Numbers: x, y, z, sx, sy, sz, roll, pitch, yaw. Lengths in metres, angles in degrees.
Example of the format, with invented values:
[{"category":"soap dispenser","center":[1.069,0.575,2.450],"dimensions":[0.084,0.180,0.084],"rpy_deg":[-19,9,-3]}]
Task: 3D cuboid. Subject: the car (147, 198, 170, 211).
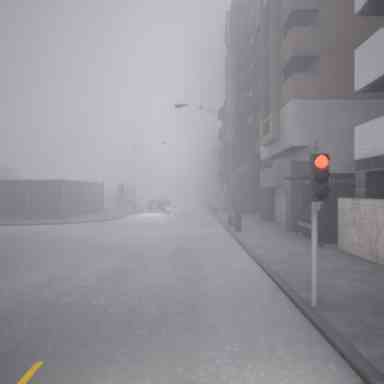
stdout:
[{"category":"car","center":[-4.127,1.476,39.308],"dimensions":[2.128,1.511,4.902],"rpy_deg":[0,0,0]}]
